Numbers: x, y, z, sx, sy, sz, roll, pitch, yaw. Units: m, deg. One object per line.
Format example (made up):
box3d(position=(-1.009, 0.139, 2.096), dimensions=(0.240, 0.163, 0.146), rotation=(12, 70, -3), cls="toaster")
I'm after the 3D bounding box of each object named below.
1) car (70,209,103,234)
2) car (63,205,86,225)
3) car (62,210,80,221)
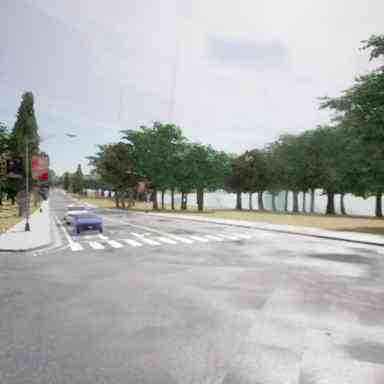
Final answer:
box3d(position=(-8.338, 2.369, 26.394), dimensions=(1.882, 1.535, 5.008), rotation=(0, -1, -23), cls="car")
box3d(position=(-12.331, 2.398, 35.567), dimensions=(2.150, 2.045, 5.566), rotation=(0, -2, -23), cls="car")
box3d(position=(-16.389, 3.095, 44.901), dimensions=(1.895, 1.301, 4.718), rotation=(0, -2, -23), cls="car")
